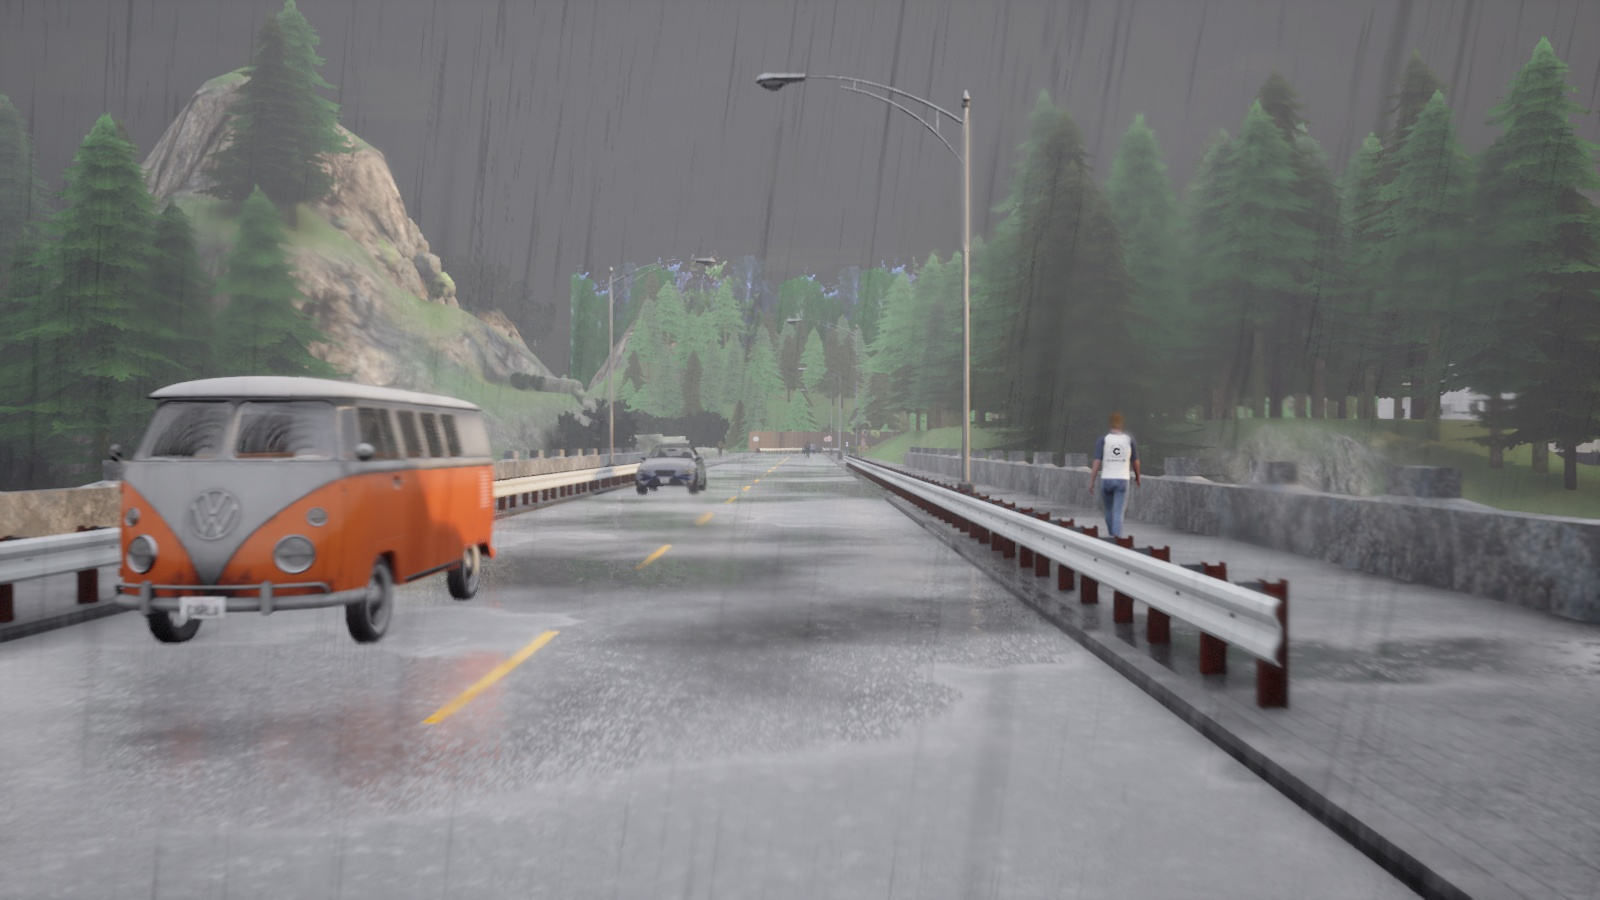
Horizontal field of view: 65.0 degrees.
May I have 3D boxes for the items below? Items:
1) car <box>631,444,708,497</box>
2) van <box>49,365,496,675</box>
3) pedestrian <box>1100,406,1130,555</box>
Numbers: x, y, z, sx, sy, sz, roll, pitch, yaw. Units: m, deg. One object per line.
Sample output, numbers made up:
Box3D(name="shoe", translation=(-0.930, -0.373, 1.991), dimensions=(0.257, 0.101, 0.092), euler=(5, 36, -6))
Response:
Box3D(name="car", translation=(-3.766, 0.549, 36.840), dimensions=(1.816, 1.474, 4.193), euler=(0, 0, 0))
Box3D(name="van", translation=(-3.924, 0.438, 10.285), dimensions=(1.775, 1.987, 4.442), euler=(0, 0, 0))
Box3D(name="pedestrian", translation=(3.984, 0.370, 15.849), dimensions=(0.354, 1.836, 0.706), euler=(0, 0, 15))
